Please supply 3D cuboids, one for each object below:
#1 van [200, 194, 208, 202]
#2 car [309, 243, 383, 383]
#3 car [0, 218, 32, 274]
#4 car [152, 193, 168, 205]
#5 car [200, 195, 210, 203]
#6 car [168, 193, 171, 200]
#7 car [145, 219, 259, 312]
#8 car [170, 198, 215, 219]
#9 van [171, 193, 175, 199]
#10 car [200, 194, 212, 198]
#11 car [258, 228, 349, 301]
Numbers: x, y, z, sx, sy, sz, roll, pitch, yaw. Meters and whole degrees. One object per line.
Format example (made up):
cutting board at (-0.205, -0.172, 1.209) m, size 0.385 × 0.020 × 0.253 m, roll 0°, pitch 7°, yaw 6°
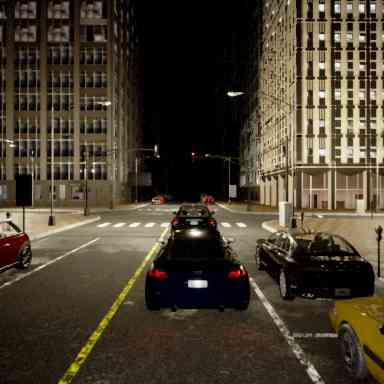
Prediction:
van at (2.657, 1.252, 74.436) m, size 1.690 × 1.788 × 3.998 m, roll 0°, pitch 0°, yaw 0°
car at (2.690, 1.525, 2.625) m, size 1.752 × 1.417 × 4.829 m, roll 0°, pitch 0°, yaw 0°
car at (-5.692, 1.439, 8.117) m, size 1.967 × 1.590 × 4.097 m, roll 0°, pitch 0°, yaw 0°
car at (-5.811, 1.389, 57.380) m, size 1.967 × 1.590 × 4.097 m, roll 0°, pitch 0°, yaw 0°
car at (2.660, 1.364, 68.751) m, size 1.967 × 1.590 × 4.097 m, roll 0°, pitch 0°, yaw 0°
car at (-5.747, 1.252, 63.066) m, size 2.192 × 1.841 × 5.009 m, roll 0°, pitch 0°, yaw 0°
car at (0.098, 1.563, 7.779) m, size 1.994 × 1.385 × 4.181 m, roll 0°, pitch 0°, yaw 0°
car at (0.090, 1.347, 16.412) m, size 2.097 × 1.767 × 4.553 m, roll 0°, pitch 0°, yaw 0°
van at (-5.725, 1.238, 80.121) m, size 1.690 × 1.788 × 3.998 m, roll 0°, pitch 0°, yaw 0°
car at (2.761, 1.389, 57.383) m, size 1.967 × 1.590 × 4.097 m, roll 0°, pitch 0°, yaw 0°
car at (2.688, 1.550, 8.123) m, size 2.008 × 1.369 × 4.403 m, roll 0°, pitch 0°, yaw 0°
